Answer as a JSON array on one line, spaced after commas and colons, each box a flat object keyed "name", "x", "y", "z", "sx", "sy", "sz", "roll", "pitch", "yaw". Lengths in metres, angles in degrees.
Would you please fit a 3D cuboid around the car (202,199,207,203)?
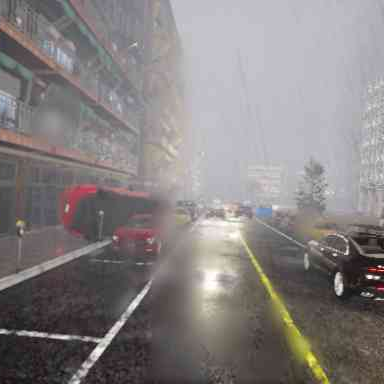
[{"name": "car", "x": 0.695, "y": 1.990, "z": 46.307, "sx": 1.967, "sy": 1.590, "sz": 4.097, "roll": 3, "pitch": -1, "yaw": 4}]

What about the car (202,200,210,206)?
[{"name": "car", "x": 3.613, "y": 2.740, "z": 84.877, "sx": 1.947, "sy": 1.339, "sz": 4.313, "roll": 3, "pitch": -1, "yaw": 4}]

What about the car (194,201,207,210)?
[{"name": "car", "x": 1.526, "y": 2.270, "z": 57.327, "sx": 1.887, "sy": 1.381, "sz": 4.507, "roll": 3, "pitch": -1, "yaw": 4}]

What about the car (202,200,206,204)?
[{"name": "car", "x": 0.272, "y": 2.014, "z": 40.797, "sx": 2.008, "sy": 1.369, "sz": 4.403, "roll": 3, "pitch": -1, "yaw": 4}]

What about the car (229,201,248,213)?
[{"name": "car", "x": 6.623, "y": 2.264, "z": 49.158, "sx": 2.097, "sy": 1.767, "sz": 4.553, "roll": 3, "pitch": -1, "yaw": 4}]

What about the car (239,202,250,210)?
[{"name": "car", "x": 10.718, "y": 2.888, "z": 67.877, "sx": 1.752, "sy": 1.417, "sz": 4.829, "roll": 3, "pitch": -1, "yaw": 4}]

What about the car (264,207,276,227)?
[{"name": "car", "x": 7.777, "y": 2.331, "z": 29.136, "sx": 1.802, "sy": 1.307, "sz": 4.206, "roll": 3, "pitch": -1, "yaw": 4}]

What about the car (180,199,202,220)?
[{"name": "car", "x": -0.553, "y": 1.608, "z": 29.779, "sx": 2.192, "sy": 1.841, "sz": 5.009, "roll": 3, "pitch": -1, "yaw": 4}]

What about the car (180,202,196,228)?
[{"name": "car", "x": -0.994, "y": 1.731, "z": 24.098, "sx": 1.752, "sy": 1.417, "sz": 4.829, "roll": 3, "pitch": -1, "yaw": 4}]

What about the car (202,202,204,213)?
[{"name": "car", "x": -0.145, "y": 1.928, "z": 35.287, "sx": 2.008, "sy": 1.369, "sz": 4.403, "roll": 3, "pitch": -1, "yaw": 4}]

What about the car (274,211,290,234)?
[{"name": "car", "x": 7.360, "y": 2.247, "z": 23.626, "sx": 1.802, "sy": 1.307, "sz": 4.206, "roll": 3, "pitch": -1, "yaw": 4}]

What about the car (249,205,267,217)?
[{"name": "car", "x": 9.047, "y": 2.534, "z": 45.835, "sx": 1.752, "sy": 1.417, "sz": 4.829, "roll": 3, "pitch": -1, "yaw": 4}]

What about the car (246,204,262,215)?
[{"name": "car", "x": 9.450, "y": 2.659, "z": 51.177, "sx": 1.947, "sy": 1.339, "sz": 4.313, "roll": 3, "pitch": -1, "yaw": 4}]

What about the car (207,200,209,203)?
[{"name": "car", "x": 1.107, "y": 2.202, "z": 51.817, "sx": 1.947, "sy": 1.339, "sz": 4.313, "roll": 3, "pitch": -1, "yaw": 4}]

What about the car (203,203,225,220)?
[{"name": "car", "x": 2.466, "y": 2.116, "z": 34.599, "sx": 1.895, "sy": 1.301, "sz": 4.718, "roll": 3, "pitch": -1, "yaw": 5}]

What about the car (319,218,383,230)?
[{"name": "car", "x": 6.531, "y": 1.938, "z": 12.606, "sx": 1.967, "sy": 1.590, "sz": 4.097, "roll": 3, "pitch": -1, "yaw": 4}]

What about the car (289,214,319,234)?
[{"name": "car", "x": 6.957, "y": 2.109, "z": 18.286, "sx": 1.752, "sy": 1.417, "sz": 4.829, "roll": 3, "pitch": -1, "yaw": 4}]

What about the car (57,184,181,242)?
[{"name": "car", "x": -3.339, "y": 0.940, "z": 15.143, "sx": 2.045, "sy": 2.150, "sz": 5.566, "roll": 20, "pitch": 5, "yaw": 33}]

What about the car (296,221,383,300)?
[{"name": "car", "x": 4.480, "y": 1.852, "z": 9.171, "sx": 1.837, "sy": 1.490, "sz": 4.892, "roll": 3, "pitch": -1, "yaw": 4}]

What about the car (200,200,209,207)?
[{"name": "car", "x": 2.776, "y": 2.575, "z": 73.856, "sx": 1.802, "sy": 1.307, "sz": 4.206, "roll": 3, "pitch": -1, "yaw": 4}]

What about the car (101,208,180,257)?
[{"name": "car", "x": -1.818, "y": 1.586, "z": 13.246, "sx": 1.887, "sy": 1.381, "sz": 4.507, "roll": 3, "pitch": -1, "yaw": 4}]

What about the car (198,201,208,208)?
[{"name": "car", "x": 2.359, "y": 2.485, "z": 68.347, "sx": 1.802, "sy": 1.307, "sz": 4.206, "roll": 3, "pitch": -1, "yaw": 4}]

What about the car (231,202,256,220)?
[{"name": "car", "x": 5.781, "y": 2.239, "z": 37.664, "sx": 1.837, "sy": 1.490, "sz": 4.892, "roll": 3, "pitch": -1, "yaw": 5}]

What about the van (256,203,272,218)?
[{"name": "van", "x": 8.626, "y": 2.261, "z": 40.159, "sx": 1.690, "sy": 1.788, "sz": 3.998, "roll": 3, "pitch": -1, "yaw": 4}]

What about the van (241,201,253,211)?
[{"name": "van", "x": 10.296, "y": 2.612, "z": 62.201, "sx": 1.690, "sy": 1.788, "sz": 3.998, "roll": 3, "pitch": -1, "yaw": 4}]
